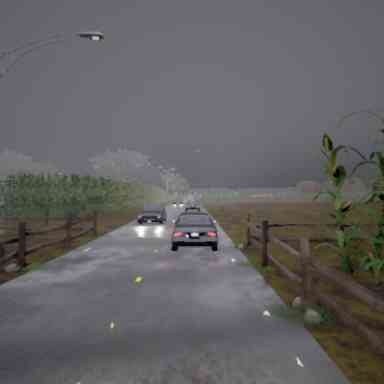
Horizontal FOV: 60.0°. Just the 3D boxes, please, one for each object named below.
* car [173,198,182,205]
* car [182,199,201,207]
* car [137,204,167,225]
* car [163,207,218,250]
[{"bbox_3d":[-2.770,1.871,66.570,1.994,1.385,4.181,0,0,0],"label":"car"},{"bbox_3d":[0.090,1.683,41.204,2.033,1.411,5.357,0,0,0],"label":"car"},{"bbox_3d":[-2.856,1.604,24.918,2.033,1.411,5.357,0,0,0],"label":"car"},{"bbox_3d":[0.099,1.570,14.343,2.033,1.411,5.357,0,0,0],"label":"car"}]
